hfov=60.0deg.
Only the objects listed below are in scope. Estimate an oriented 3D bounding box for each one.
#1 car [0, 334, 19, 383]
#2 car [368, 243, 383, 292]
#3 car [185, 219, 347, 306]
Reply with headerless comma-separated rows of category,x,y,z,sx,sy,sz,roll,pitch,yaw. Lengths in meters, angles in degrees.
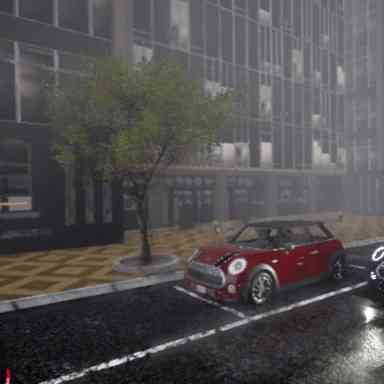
car,-3.246,1.498,1.055,4.902,1.511,2.128,0,0,-35
car,6.028,1.330,7.627,4.553,1.767,2.097,0,0,-35
car,1.806,1.427,7.878,4.097,1.590,1.967,0,-1,-35
